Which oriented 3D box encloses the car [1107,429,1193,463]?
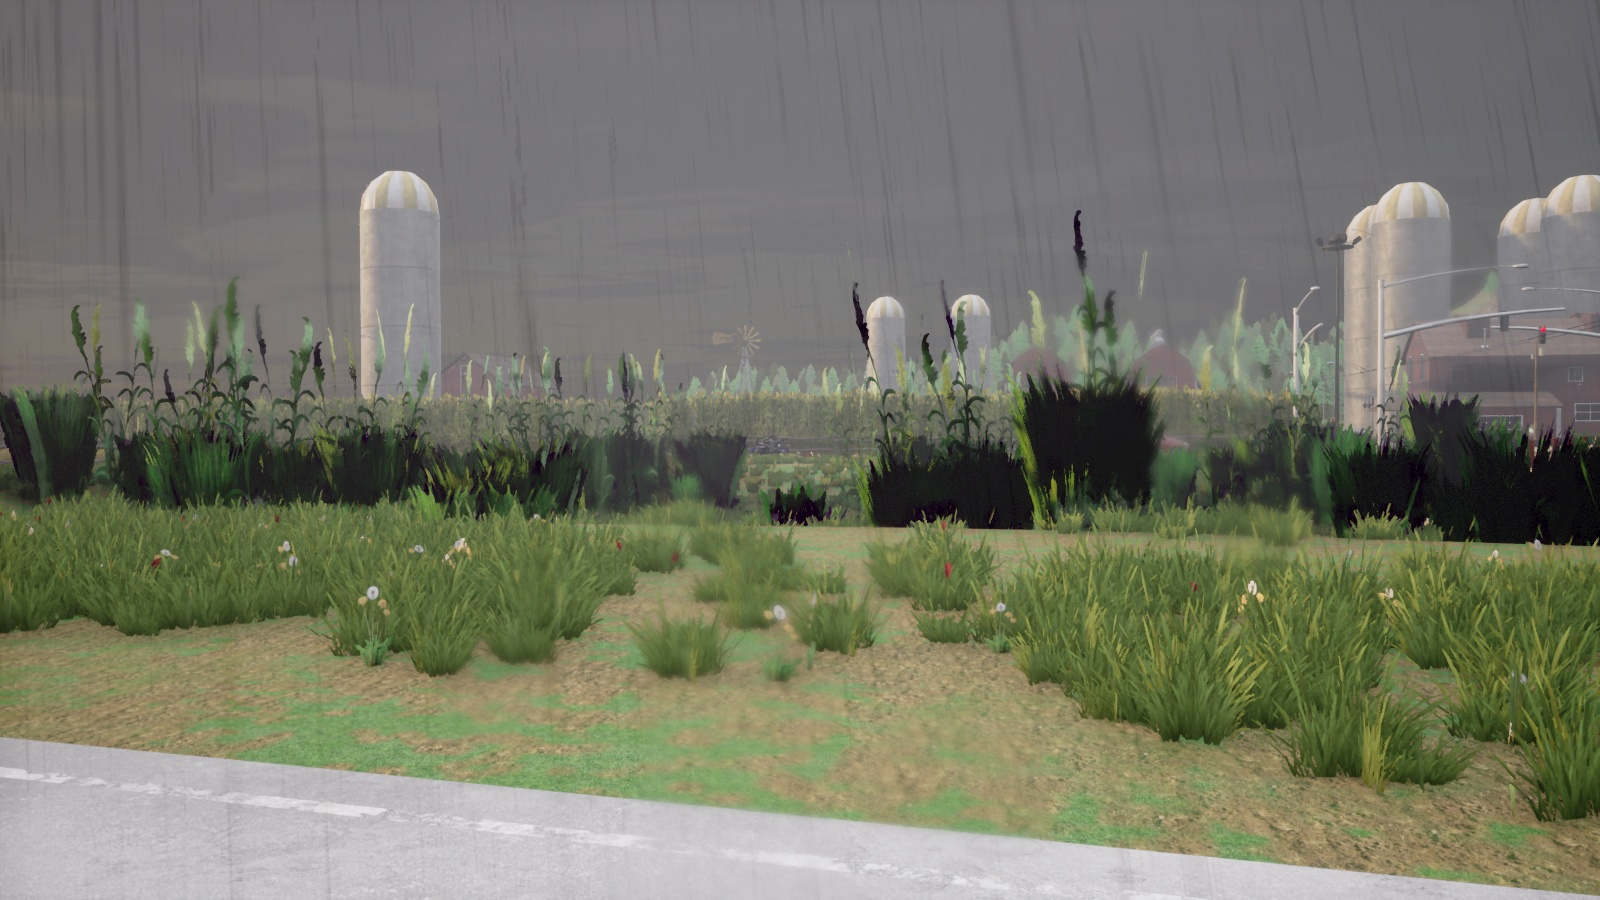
[{"bbox_3d":[17.326,-0.208,62.305,3.988,1.617,1.851,0,1,12],"label":"car"}]

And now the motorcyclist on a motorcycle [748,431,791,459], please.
[{"bbox_3d":[-1.685,-0.260,69.685,2.191,1.530,0.866,1,1,12],"label":"motorcyclist on a motorcycle"}]
